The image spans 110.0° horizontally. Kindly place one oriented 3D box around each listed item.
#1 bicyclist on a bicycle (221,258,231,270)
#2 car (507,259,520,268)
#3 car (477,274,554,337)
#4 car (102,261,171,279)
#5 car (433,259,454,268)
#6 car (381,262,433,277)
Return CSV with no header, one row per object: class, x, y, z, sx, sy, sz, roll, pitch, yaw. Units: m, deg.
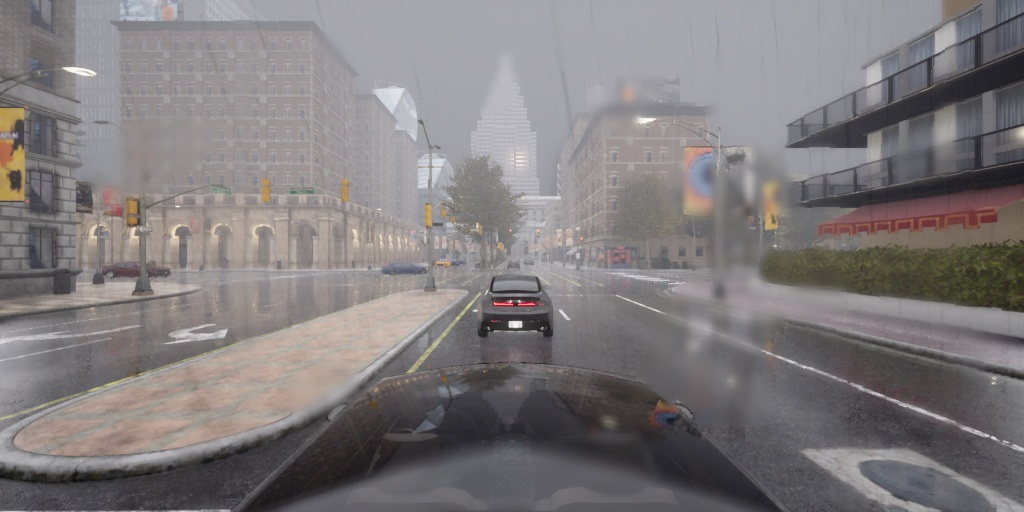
bicyclist on a bicycle,-37.198,1.050,46.709,0.582,1.620,1.656,0,0,0
car,0.253,1.275,58.632,1.812,1.442,4.674,0,0,0
car,0.096,1.255,10.292,1.837,1.490,4.892,0,0,0
car,-33.647,1.228,32.251,5.008,1.535,1.882,0,0,0
car,-11.443,1.228,59.624,1.882,1.535,5.008,0,0,0
car,-10.577,1.275,35.664,4.674,1.442,1.812,0,0,-19
